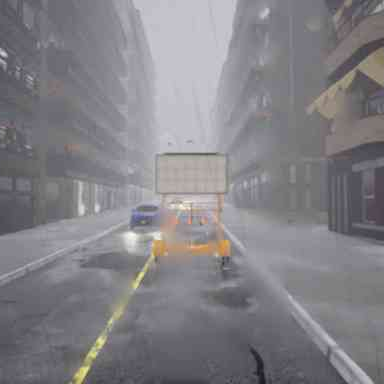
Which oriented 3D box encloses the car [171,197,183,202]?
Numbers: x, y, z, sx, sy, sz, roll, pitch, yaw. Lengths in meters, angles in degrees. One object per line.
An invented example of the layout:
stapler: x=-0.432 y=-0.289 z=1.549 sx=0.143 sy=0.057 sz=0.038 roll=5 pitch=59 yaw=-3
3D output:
car: x=-2.784 y=1.608 z=63.922 sx=1.812 sy=1.442 sz=4.674 roll=0 pitch=0 yaw=1

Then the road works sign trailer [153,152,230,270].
road works sign trailer: x=-0.009 y=0.479 z=11.107 sx=2.380 sy=3.560 sz=2.880 roll=0 pitch=0 yaw=0

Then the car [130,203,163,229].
car: x=-2.850 y=1.506 z=22.052 sx=1.882 sy=1.535 sz=5.008 roll=0 pitch=0 yaw=0
